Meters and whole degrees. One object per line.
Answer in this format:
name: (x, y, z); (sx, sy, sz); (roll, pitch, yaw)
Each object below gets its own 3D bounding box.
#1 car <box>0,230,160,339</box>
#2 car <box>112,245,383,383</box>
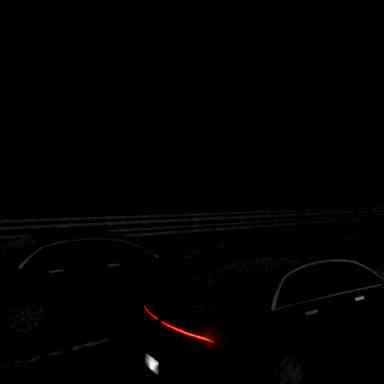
car: (-1.947, 1.528, 6.654); (4.892, 1.490, 1.837); (1, 0, -35)
car: (1.557, 1.547, 4.854); (4.892, 1.490, 1.837); (1, 0, -35)
